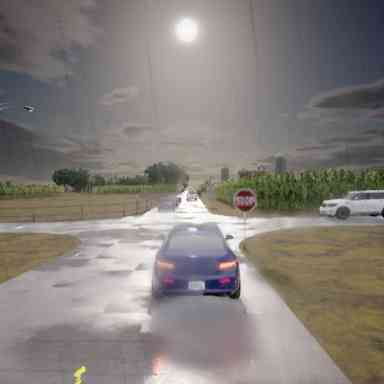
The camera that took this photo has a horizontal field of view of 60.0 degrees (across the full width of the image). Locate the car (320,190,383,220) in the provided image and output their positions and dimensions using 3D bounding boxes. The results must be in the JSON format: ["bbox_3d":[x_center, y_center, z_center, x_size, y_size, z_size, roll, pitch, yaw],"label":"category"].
[{"bbox_3d":[12.447,0.922,24.651,5.566,2.045,2.150,-1,0,0],"label":"car"}]

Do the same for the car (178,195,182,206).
[{"bbox_3d":[-2.862,1.264,46.969,1.882,1.535,5.008,0,1,0],"label":"car"}]

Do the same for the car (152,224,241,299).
[{"bbox_3d":[0.089,1.522,8.307,1.812,1.442,4.674,0,0,0],"label":"car"}]

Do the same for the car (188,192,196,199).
[{"bbox_3d":[-0.034,0.782,79.428,1.812,1.442,4.674,0,1,0],"label":"car"}]

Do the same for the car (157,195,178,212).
[{"bbox_3d":[-2.807,1.369,37.146,1.837,1.490,4.892,0,0,-2],"label":"car"}]

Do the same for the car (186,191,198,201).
[{"bbox_3d":[-0.030,0.782,69.037,2.150,2.045,5.566,0,1,0],"label":"car"}]

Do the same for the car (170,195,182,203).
[{"bbox_3d":[-2.836,1.266,59.855,1.895,1.301,4.718,0,1,0],"label":"car"}]
